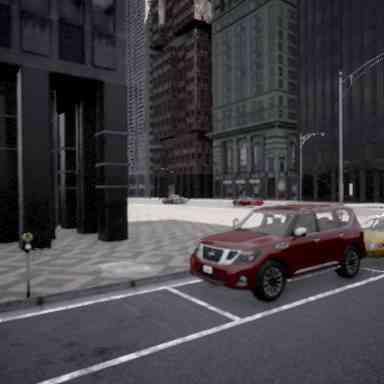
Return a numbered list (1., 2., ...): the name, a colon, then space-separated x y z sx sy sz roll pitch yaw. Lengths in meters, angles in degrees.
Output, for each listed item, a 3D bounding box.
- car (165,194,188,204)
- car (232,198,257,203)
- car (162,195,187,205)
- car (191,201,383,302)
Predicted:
1. car: -2.861 1.320 61.691 2.097 1.767 4.553 -1 0 -35
2. car: 7.884 1.454 46.457 1.895 1.301 4.718 -1 0 -35
3. car: -3.012 1.479 56.239 2.033 1.411 5.357 -1 0 -35
4. car: 2.378 1.265 8.352 5.009 1.841 2.192 -1 0 -36
